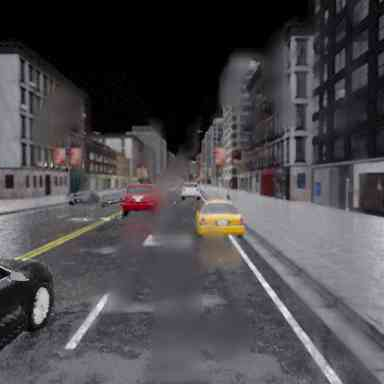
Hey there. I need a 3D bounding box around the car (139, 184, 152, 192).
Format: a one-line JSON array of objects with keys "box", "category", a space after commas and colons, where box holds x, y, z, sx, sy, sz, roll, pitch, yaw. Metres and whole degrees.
[{"box": [-10.074, -0.862, 71.766, 2.128, 1.511, 4.902, 0, 2, 0], "category": "car"}]

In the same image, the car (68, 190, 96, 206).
[{"box": [-9.989, 0.541, 31.101, 1.994, 1.385, 4.181, 0, 2, 0], "category": "car"}]

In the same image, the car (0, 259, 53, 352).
[{"box": [-3.166, 1.386, 3.517, 1.837, 1.490, 4.892, 0, 2, 0], "category": "car"}]

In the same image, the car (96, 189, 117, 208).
[{"box": [-6.731, 0.535, 29.516, 1.837, 1.490, 4.892, 0, 2, 0], "category": "car"}]

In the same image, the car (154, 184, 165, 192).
[{"box": [-6.820, -0.845, 70.947, 1.837, 1.490, 4.892, 0, 2, 0], "category": "car"}]

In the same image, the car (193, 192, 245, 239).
[{"box": [1.072, 0.985, 14.339, 1.801, 1.575, 5.366, 0, 2, 0], "category": "car"}]

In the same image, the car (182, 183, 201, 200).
[{"box": [-0.117, -0.147, 41.587, 2.150, 2.045, 5.566, 0, 1, 0], "category": "car"}]

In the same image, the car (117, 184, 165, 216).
[{"box": [-3.240, 0.478, 22.636, 2.150, 2.045, 5.566, 0, 2, 0], "category": "car"}]

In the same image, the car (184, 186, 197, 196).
[{"box": [-0.241, -0.205, 53.391, 2.033, 1.411, 5.357, 0, 2, 0], "category": "car"}]
